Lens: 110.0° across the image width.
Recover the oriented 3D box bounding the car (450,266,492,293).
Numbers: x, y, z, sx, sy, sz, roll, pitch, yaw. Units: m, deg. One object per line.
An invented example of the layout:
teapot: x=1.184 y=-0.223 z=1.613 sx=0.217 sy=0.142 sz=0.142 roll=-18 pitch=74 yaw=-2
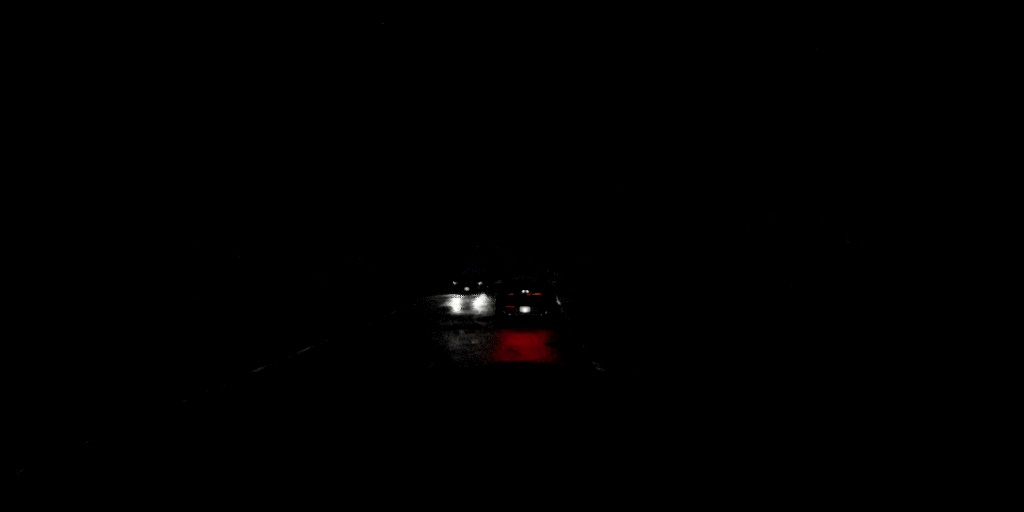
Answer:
car: x=-2.051 y=1.296 z=20.958 sx=2.033 sy=1.411 sz=5.357 roll=0 pitch=0 yaw=6

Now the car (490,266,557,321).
car: x=0.507 y=1.260 z=12.553 sx=1.837 sy=1.490 sz=4.892 roll=0 pitch=0 yaw=3

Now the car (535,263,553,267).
car: x=3.033 y=1.350 z=34.821 sx=1.895 sy=1.301 sz=4.718 roll=0 pitch=0 yaw=9
